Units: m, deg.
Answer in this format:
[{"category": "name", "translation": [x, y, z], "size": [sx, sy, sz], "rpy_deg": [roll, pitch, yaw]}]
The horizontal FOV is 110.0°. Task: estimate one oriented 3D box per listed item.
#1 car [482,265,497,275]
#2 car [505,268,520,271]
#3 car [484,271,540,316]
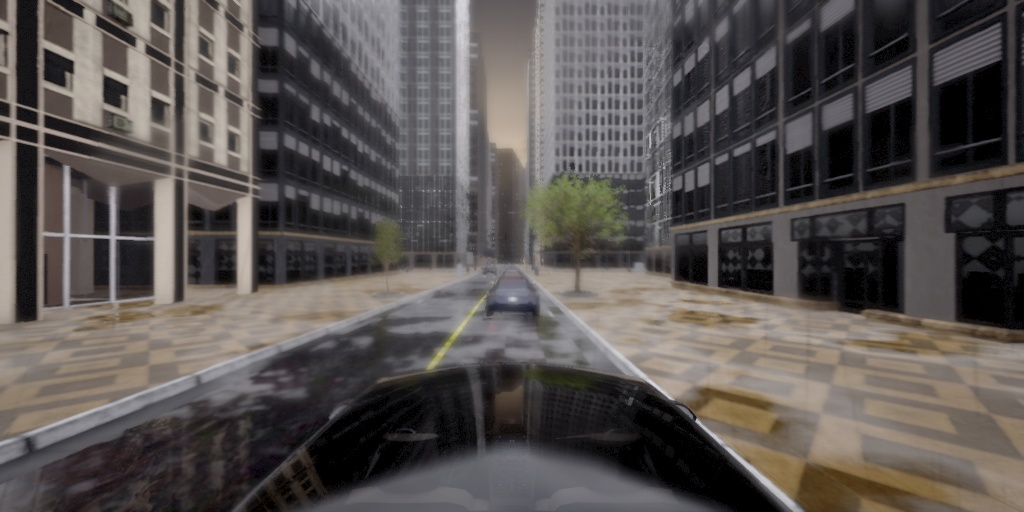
[{"category": "car", "translation": [-3.032, 1.939, 50.030], "size": [2.033, 1.411, 5.357], "rpy_deg": [0, -1, 0]}, {"category": "car", "translation": [0.040, 1.672, 29.205], "size": [1.994, 1.385, 4.181], "rpy_deg": [0, -1, 1]}, {"category": "car", "translation": [0.046, 1.475, 14.280], "size": [1.994, 1.385, 4.181], "rpy_deg": [0, -1, 1]}]
